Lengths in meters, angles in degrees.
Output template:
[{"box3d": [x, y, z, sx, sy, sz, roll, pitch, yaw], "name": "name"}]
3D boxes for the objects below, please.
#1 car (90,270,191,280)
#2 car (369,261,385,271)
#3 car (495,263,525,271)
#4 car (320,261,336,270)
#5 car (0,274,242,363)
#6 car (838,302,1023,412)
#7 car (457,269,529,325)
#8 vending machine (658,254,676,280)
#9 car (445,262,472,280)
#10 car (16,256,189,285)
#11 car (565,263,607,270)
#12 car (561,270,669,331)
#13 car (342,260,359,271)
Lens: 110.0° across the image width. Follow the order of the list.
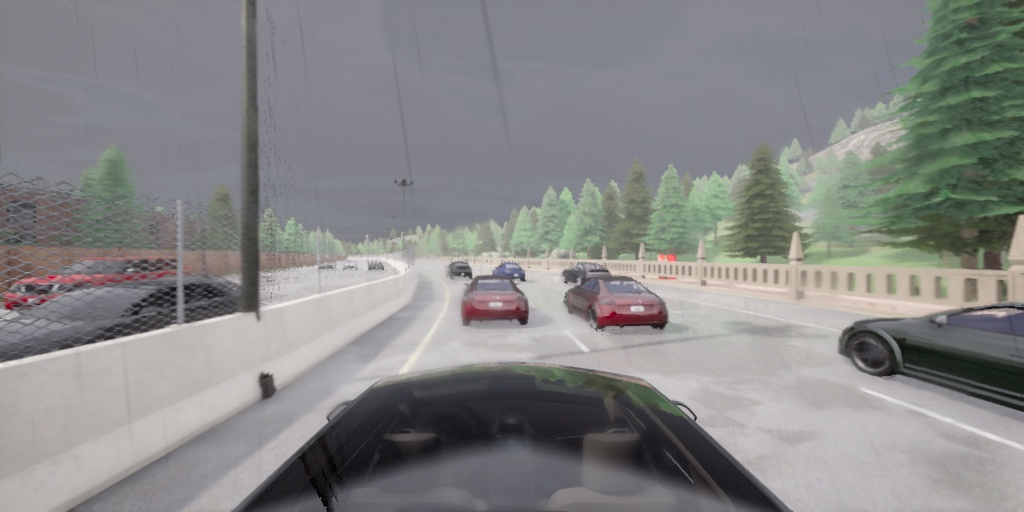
[{"box3d": [-11.488, 1.346, 12.636, 1.994, 1.385, 4.181, 0, 0, -8], "name": "car"}, {"box3d": [-18.479, 1.329, 48.923, 1.994, 1.385, 4.181, 0, 0, -20], "name": "car"}, {"box3d": [-0.263, 1.242, 28.604, 1.812, 1.442, 4.674, 0, 0, -15], "name": "car"}, {"box3d": [-27.808, 1.396, 54.079, 1.895, 1.301, 4.718, 0, 0, -20], "name": "car"}, {"box3d": [-7.410, 1.278, 6.956, 1.837, 1.490, 4.892, 0, 0, -4], "name": "car"}, {"box3d": [6.864, 1.283, 4.660, 1.994, 1.385, 4.181, 0, 0, -2], "name": "car"}, {"box3d": [-0.644, 1.304, 11.829, 1.994, 1.385, 4.181, 0, 0, -6], "name": "car"}, {"box3d": [11.852, 0.865, 27.509, 1.100, 2.100, 0.880, 0, 0, -13], "name": "vending machine"}, {"box3d": [-4.682, 1.236, 31.369, 1.837, 1.490, 4.892, 0, 0, -17], "name": "car"}, {"box3d": [-15.101, 1.017, 13.739, 2.150, 2.045, 5.566, 0, 0, -9], "name": "car"}, {"box3d": [4.654, 1.195, 23.104, 2.128, 1.511, 4.902, 0, 0, -12], "name": "car"}, {"box3d": [2.958, 1.290, 10.986, 1.994, 1.385, 4.181, 0, 0, -5], "name": "car"}, {"box3d": [-23.223, 1.306, 51.678, 1.812, 1.442, 4.674, 0, 0, -20], "name": "car"}]
